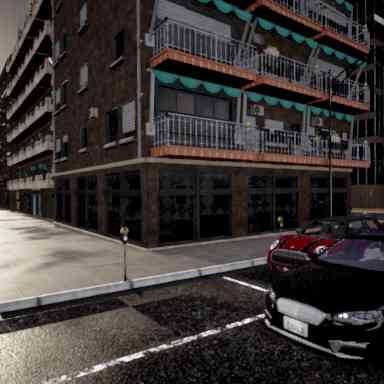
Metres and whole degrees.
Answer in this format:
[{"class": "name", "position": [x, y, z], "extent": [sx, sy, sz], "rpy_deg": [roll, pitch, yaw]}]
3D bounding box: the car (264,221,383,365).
[{"class": "car", "position": [3.346, 1.490, 5.769], "extent": [4.902, 1.511, 2.128], "rpy_deg": [0, 0, -36]}]

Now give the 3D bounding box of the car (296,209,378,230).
[{"class": "car", "position": [4.009, 1.438, 9.450], "extent": [4.097, 1.590, 1.967], "rpy_deg": [0, -1, -36]}]
